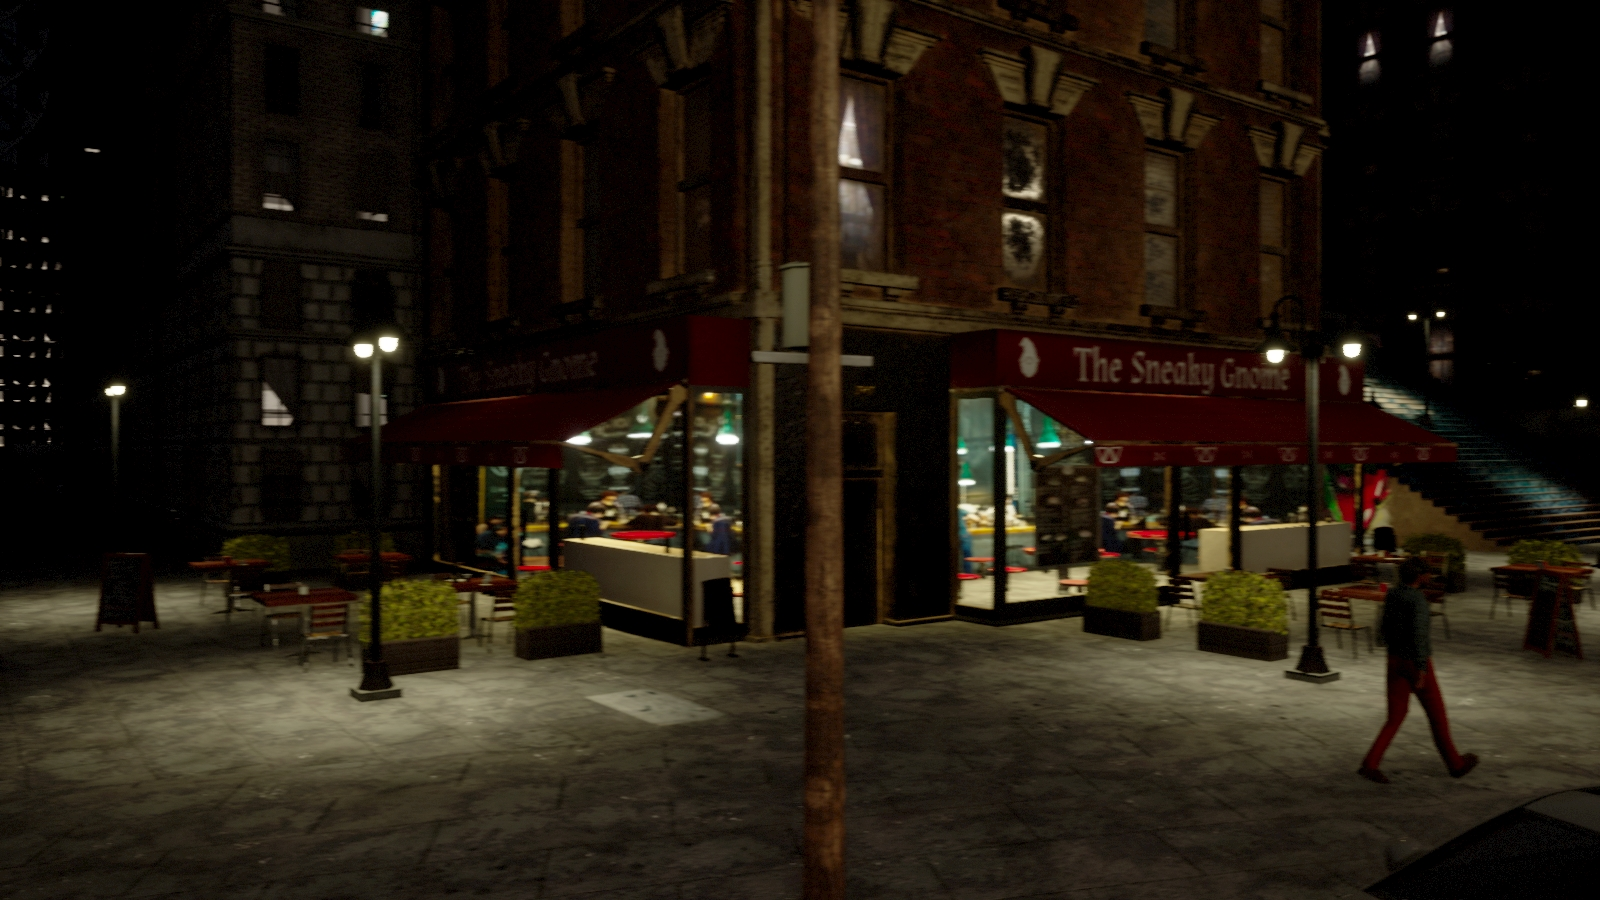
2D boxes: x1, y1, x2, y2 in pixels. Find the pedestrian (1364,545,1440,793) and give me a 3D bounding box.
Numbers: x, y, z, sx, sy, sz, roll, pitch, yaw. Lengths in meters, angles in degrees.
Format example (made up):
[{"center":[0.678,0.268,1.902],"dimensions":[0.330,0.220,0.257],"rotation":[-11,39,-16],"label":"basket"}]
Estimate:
[{"center":[4.715,1.692,8.963],"dimensions":[0.375,1.860,0.375],"rotation":[0,0,-11],"label":"pedestrian"}]
